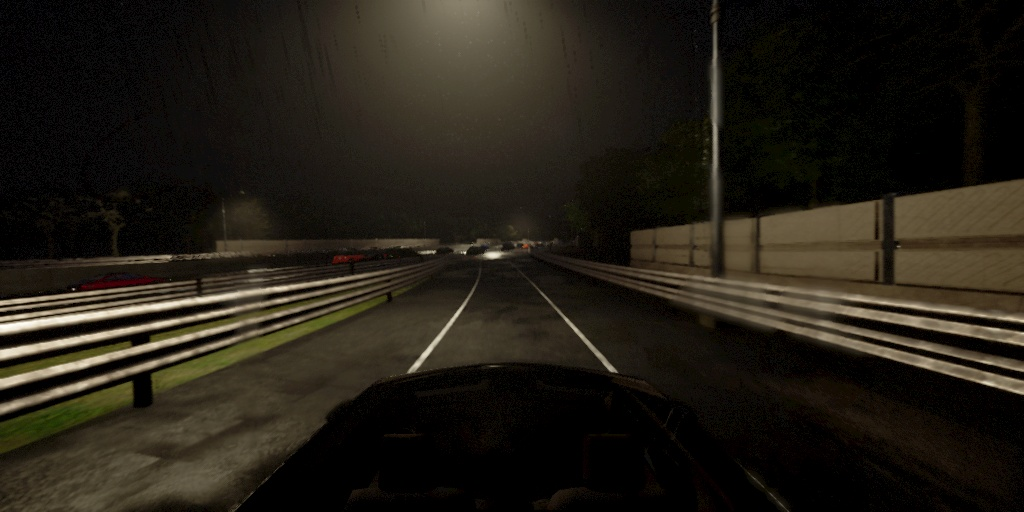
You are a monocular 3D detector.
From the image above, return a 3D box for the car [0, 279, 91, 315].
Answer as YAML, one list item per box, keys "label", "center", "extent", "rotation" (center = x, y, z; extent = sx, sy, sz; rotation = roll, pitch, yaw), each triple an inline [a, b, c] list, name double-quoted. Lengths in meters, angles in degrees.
- label: "car"
  center: [-20.081, 1.917, 13.642]
  extent: [1.895, 1.301, 4.718]
  rotation: [0, 3, 15]

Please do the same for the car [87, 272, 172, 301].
- label: "car"
  center: [-21.939, 1.587, 20.296]
  extent: [1.994, 1.385, 4.181]
  rotation: [0, 3, 15]

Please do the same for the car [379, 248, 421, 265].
- label: "car"
  center: [-12.610, 0.073, 41.853]
  extent: [2.150, 2.045, 5.566]
  rotation: [0, 3, 15]

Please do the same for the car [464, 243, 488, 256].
- label: "car"
  center: [-6.524, -0.989, 64.824]
  extent: [2.097, 1.767, 4.553]
  rotation: [0, 3, 15]

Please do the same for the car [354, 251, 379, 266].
- label: "car"
  center: [-15.996, 0.325, 42.733]
  extent: [1.882, 1.535, 5.008]
  rotation: [0, 3, 15]

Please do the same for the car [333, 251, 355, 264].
- label: "car"
  center: [-19.394, 0.190, 43.575]
  extent: [2.097, 1.767, 4.553]
  rotation: [0, 3, 15]
